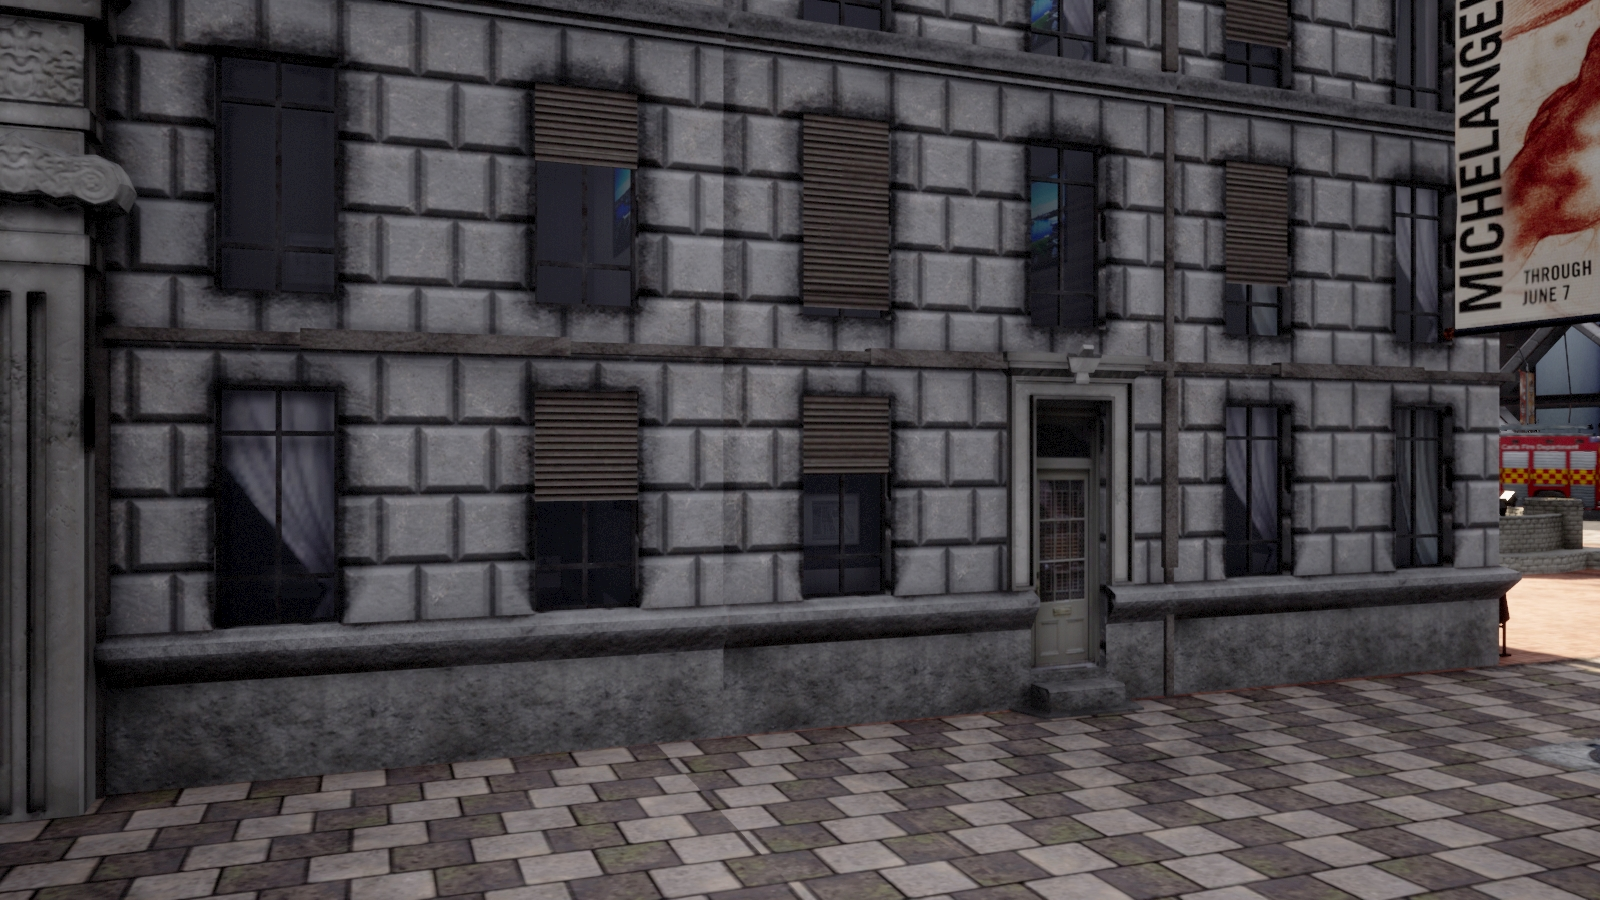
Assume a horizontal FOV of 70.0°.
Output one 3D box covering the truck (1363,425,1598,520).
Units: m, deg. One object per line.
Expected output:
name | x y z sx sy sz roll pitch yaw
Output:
truck | 29.566 0.891 49.930 8.468 3.827 2.891 0 0 41
